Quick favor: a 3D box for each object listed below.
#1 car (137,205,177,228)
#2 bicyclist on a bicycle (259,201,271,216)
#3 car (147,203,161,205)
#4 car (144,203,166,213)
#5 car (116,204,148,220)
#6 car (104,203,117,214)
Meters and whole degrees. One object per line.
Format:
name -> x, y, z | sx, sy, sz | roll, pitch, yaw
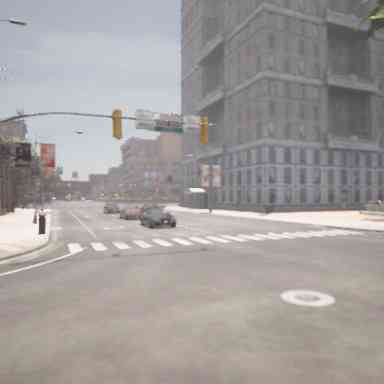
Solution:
car -> -2.625, 1.984, 25.681 | 1.994, 1.385, 4.181 | 0, -1, -22
bicyclist on a bicycle -> 8.204, 1.870, 37.451 | 1.656, 1.620, 0.582 | 0, -1, -22
car -> -5.340, 2.193, 42.063 | 1.837, 1.490, 4.892 | 0, -1, -22
car -> -5.828, 2.399, 52.179 | 2.033, 1.411, 5.357 | 0, -1, -23
car -> -6.348, 2.103, 34.775 | 1.812, 1.442, 4.674 | 0, -1, -22
car -> -11.229, 2.288, 46.665 | 1.837, 1.490, 4.892 | 0, -1, -22
